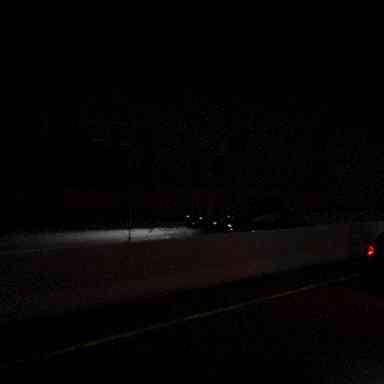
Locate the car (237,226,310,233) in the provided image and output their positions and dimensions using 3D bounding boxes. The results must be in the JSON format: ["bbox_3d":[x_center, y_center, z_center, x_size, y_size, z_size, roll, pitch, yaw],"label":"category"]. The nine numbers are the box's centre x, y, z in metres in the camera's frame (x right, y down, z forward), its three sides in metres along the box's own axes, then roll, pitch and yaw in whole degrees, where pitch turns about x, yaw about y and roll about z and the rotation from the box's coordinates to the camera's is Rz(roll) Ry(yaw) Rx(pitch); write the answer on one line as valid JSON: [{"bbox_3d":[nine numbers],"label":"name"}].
[{"bbox_3d":[3.812,1.621,15.278,4.674,1.442,1.812,1,0,-35],"label":"car"}]

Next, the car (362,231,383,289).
[{"bbox_3d":[6.216,1.435,8.164,4.553,1.767,2.097,1,0,-35],"label":"car"}]
